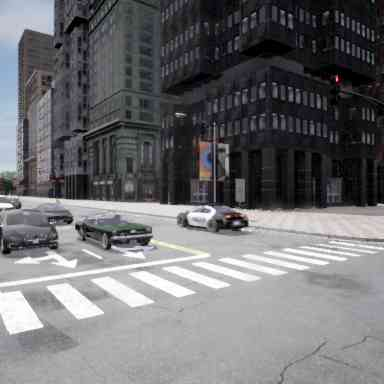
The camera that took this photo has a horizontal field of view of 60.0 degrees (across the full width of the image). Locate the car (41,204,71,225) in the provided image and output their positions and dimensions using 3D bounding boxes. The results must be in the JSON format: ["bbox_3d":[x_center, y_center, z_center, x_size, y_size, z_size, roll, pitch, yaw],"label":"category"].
[{"bbox_3d":[-10.011,1.539,23.673,2.033,1.411,5.357,0,0,-35],"label":"car"}]

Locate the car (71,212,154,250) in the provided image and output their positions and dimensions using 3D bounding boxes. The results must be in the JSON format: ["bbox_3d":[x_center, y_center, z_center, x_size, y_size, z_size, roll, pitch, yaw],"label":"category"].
[{"bbox_3d":[-3.530,1.595,14.554,1.895,1.301,4.718,0,0,-35],"label":"car"}]

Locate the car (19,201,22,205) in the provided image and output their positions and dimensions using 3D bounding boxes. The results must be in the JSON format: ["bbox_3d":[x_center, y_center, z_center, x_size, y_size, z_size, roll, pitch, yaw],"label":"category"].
[{"bbox_3d":[-22.177,1.505,40.915,1.837,1.490,4.892,0,-1,-35],"label":"car"}]

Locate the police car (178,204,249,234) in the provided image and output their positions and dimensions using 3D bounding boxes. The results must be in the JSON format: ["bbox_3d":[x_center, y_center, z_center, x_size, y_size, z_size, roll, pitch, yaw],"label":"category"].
[{"bbox_3d":[0.983,1.490,19.597,2.038,1.542,4.974,0,0,-35],"label":"police car"}]

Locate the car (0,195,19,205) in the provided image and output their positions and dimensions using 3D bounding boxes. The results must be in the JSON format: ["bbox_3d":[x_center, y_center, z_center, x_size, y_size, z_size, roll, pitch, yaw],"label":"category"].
[{"bbox_3d":[-14.505,1.222,24.387,2.150,2.045,5.566,0,0,-35],"label":"car"}]

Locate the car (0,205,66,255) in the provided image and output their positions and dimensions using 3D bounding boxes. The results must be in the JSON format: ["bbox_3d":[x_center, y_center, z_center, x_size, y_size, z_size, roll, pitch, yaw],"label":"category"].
[{"bbox_3d":[-6.909,1.504,13.696,1.837,1.490,4.892,0,0,-35],"label":"car"}]
